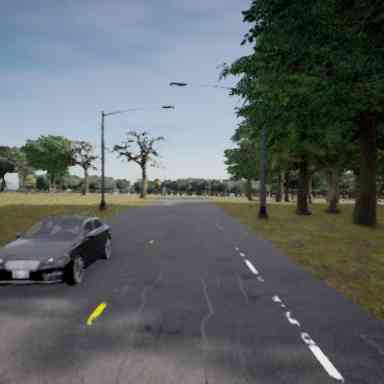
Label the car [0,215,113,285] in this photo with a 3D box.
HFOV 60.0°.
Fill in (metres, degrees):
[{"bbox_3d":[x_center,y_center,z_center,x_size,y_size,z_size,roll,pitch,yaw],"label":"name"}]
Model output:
[{"bbox_3d":[-3.603,1.452,9.450,2.128,1.511,4.902,0,0,0],"label":"car"}]
